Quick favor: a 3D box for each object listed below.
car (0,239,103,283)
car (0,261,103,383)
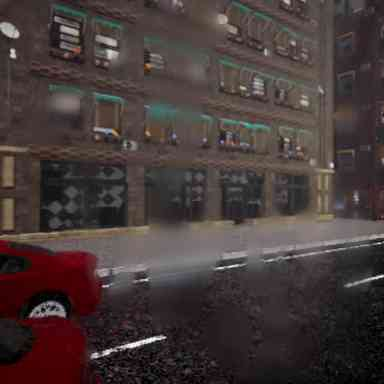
[{"bbox_3d":[-3.876,1.472,4.914,5.008,1.535,1.882,1,-1,-36],"label":"car"},{"bbox_3d":[-2.812,1.507,1.680,4.674,1.442,1.812,1,-1,-36],"label":"car"}]
